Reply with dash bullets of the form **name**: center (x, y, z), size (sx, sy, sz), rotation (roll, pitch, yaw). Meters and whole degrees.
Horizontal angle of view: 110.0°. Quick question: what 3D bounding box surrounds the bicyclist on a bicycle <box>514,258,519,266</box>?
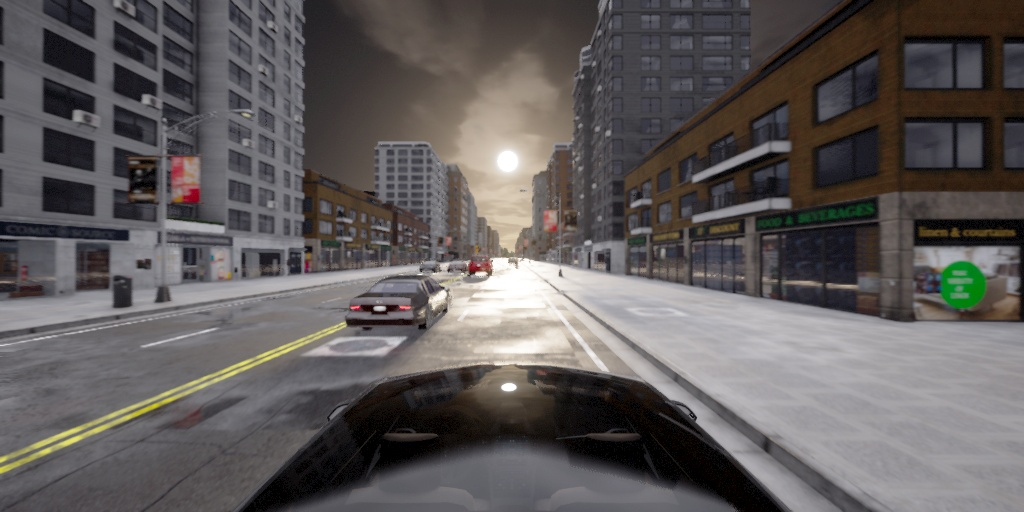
- **bicyclist on a bicycle**: center (0.861, 1.196, 63.644), size (0.866, 1.612, 1.509), rotation (0, -1, 0)

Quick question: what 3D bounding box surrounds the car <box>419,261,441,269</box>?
- **car**: center (-9.844, 1.281, 43.348), size (1.812, 1.442, 4.674), rotation (0, 0, 0)

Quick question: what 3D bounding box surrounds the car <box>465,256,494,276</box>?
- **car**: center (-3.163, 0.976, 37.093), size (2.150, 2.045, 5.566), rotation (0, 0, 0)

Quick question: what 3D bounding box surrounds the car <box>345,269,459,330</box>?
- **car**: center (-3.154, 1.298, 11.050), size (2.033, 1.411, 5.357), rotation (0, 0, 0)

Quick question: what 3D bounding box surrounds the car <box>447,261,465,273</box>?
- **car**: center (-6.596, 1.281, 43.263), size (1.812, 1.442, 4.674), rotation (0, 0, 0)
